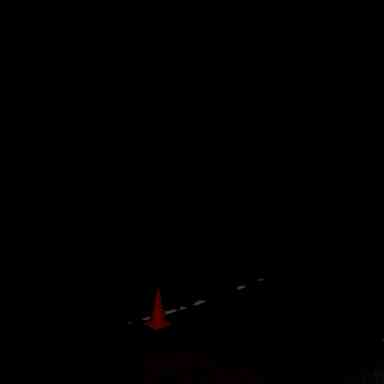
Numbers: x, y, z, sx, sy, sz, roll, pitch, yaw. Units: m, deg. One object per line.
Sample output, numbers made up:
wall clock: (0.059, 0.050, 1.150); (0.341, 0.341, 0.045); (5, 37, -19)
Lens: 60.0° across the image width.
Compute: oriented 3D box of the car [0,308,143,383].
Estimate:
car: (-2.498, 1.428, 1.279); (4.902, 1.511, 2.128); (1, 1, -35)

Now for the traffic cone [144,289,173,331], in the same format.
traffic cone: (-0.544, 1.862, 5.391); (0.340, 0.580, 0.340); (0, 2, -41)
